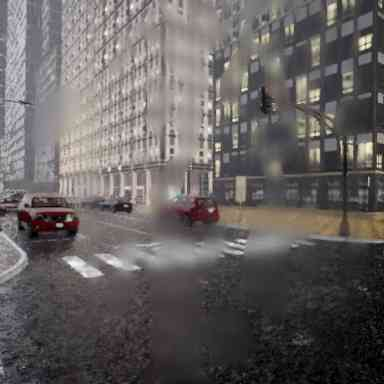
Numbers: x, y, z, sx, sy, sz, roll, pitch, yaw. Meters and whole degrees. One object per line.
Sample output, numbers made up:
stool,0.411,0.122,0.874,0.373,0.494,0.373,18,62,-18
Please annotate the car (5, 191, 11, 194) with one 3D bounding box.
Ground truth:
car,-20.109,0.862,34.046,2.008,1.369,4.403,2,0,-36

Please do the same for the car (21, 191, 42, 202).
car,-23.513,0.623,48.561,1.837,1.490,4.892,1,1,-36

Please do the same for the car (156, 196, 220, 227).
car,-0.321,1.142,21.074,2.192,1.841,5.009,2,0,-36

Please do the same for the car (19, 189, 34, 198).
car,-32.926,0.214,65.954,1.967,1.590,4.097,2,0,-36

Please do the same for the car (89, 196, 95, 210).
car,-10.110,1.081,34.538,1.947,1.339,4.313,2,0,-36

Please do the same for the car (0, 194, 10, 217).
car,-13.591,1.102,25.072,1.802,1.307,4.206,2,0,-36

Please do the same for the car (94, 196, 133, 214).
car,-6.849,1.185,30.049,1.947,1.339,4.313,2,0,-36

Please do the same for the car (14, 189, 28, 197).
car,-36.190,0.212,70.442,1.887,1.381,4.507,2,0,-36

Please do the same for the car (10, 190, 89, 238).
car,-7.062,1.043,16.099,2.192,1.841,5.009,2,0,-36

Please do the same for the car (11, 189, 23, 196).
car,-39.450,0.105,74.930,1.887,1.381,4.507,2,0,-36

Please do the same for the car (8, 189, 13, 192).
car,-30.053,0.469,57.560,1.994,1.385,4.181,1,1,-36

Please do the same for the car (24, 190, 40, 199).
car,-29.670,0.425,61.466,1.887,1.381,4.507,2,0,-36
